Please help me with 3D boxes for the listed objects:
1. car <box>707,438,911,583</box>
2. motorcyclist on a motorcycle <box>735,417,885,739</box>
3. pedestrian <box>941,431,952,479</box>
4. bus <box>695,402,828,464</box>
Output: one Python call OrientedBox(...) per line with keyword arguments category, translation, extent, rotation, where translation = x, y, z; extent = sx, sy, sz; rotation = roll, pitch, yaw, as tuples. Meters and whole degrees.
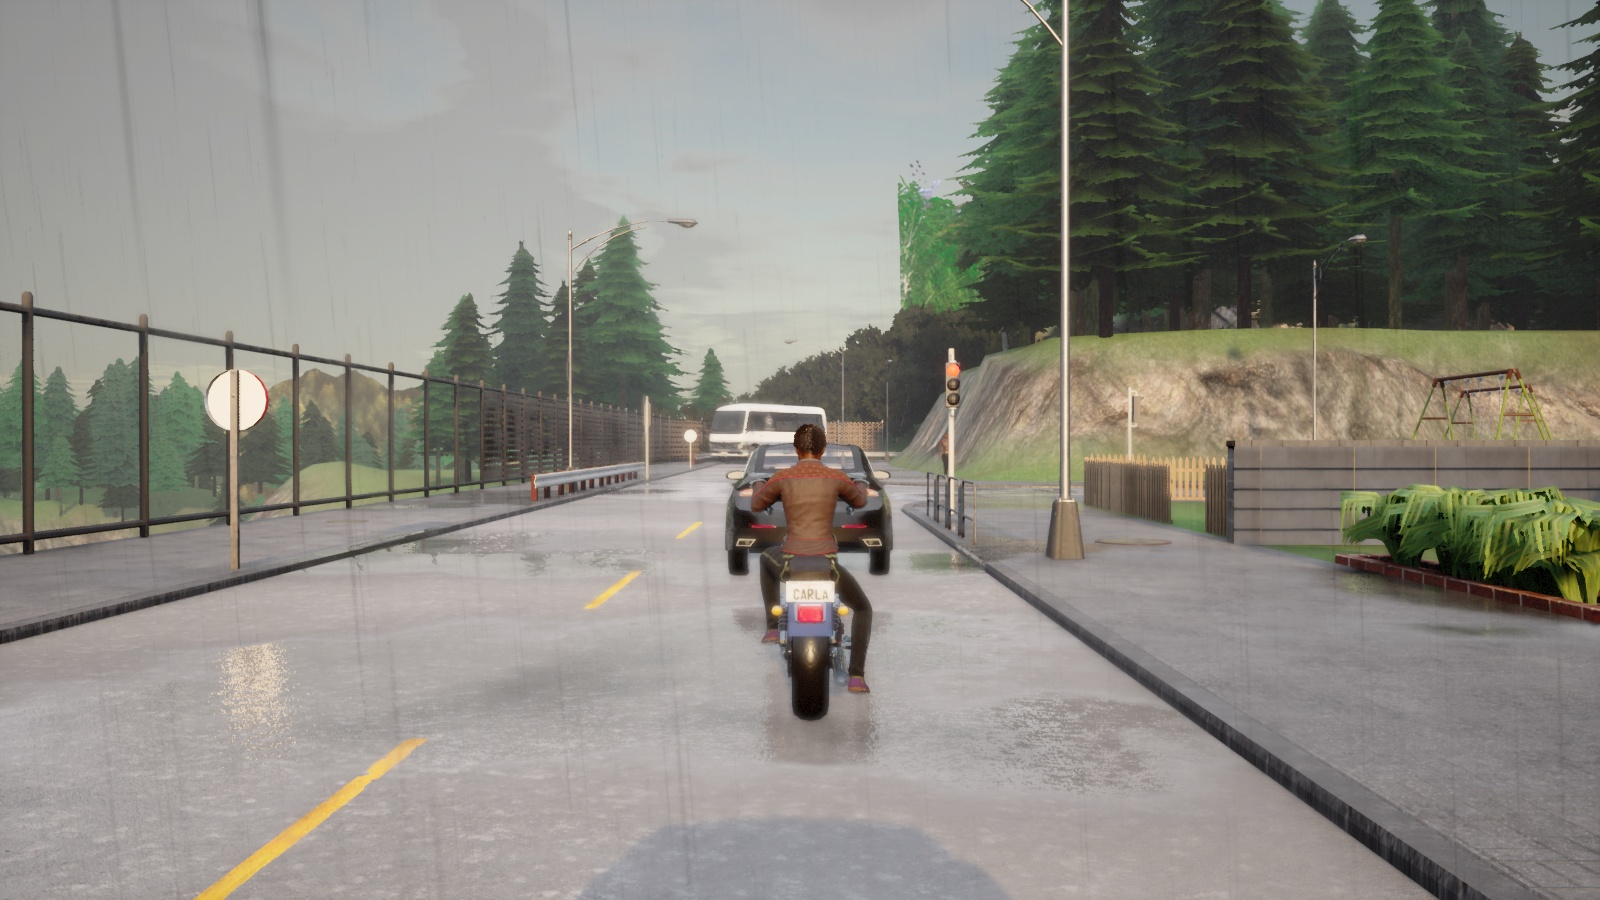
OrientedBox(category="car", translation=(0.106, 0.615, 15.564), extent=(2.128, 1.511, 4.902), rotation=(0, 0, 0))
OrientedBox(category="motorcyclist on a motorcycle", translation=(0.059, 0.654, 7.610), extent=(0.766, 1.649, 2.350), rotation=(0, 0, 0))
OrientedBox(category="pedestrian", translation=(5.564, 0.191, 47.756), extent=(0.328, 1.805, 0.869), rotation=(0, 0, 1))
OrientedBox(category="bus", translation=(-2.614, -1.164, 90.526), extent=(3.944, 4.253, 10.273), rotation=(1, 0, 37))
